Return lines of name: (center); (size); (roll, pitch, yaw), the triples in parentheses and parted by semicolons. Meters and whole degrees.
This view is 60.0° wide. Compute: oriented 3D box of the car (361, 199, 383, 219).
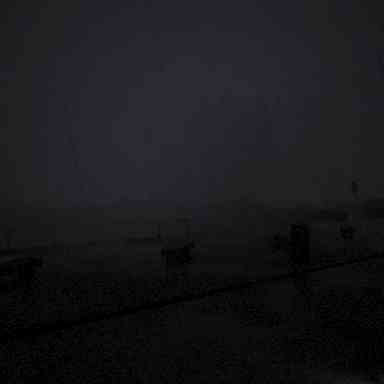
car: (16.431, 1.352, 27.061); (2.097, 1.767, 4.553); (0, 0, -35)

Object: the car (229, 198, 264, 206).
car: (6.669, 1.491, 40.862); (2.128, 1.511, 4.902); (0, 0, -35)

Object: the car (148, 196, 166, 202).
car: (-6.316, 1.526, 59.372); (1.812, 1.442, 4.674); (0, 0, -35)

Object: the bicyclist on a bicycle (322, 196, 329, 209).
bicyclist on a bicycle: (16.603, 1.349, 41.360); (1.656, 1.620, 0.582); (0, 0, -35)

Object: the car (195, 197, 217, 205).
car: (2.007, 1.547, 54.553); (2.033, 1.411, 5.357); (0, 0, -35)
